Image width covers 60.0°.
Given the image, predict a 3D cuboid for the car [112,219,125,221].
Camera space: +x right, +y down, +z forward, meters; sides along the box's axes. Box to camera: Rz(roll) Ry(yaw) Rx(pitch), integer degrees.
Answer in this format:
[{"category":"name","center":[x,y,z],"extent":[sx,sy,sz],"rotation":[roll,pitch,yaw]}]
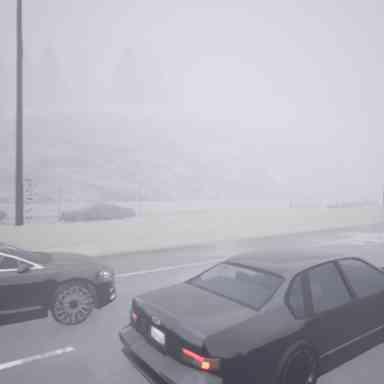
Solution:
[{"category":"car","center":[-6.879,1.549,24.874],"extent":[5.357,1.411,2.033],"rotation":[0,0,-35]}]

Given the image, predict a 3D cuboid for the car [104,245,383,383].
[{"category":"car","center":[1.684,1.547,4.945],"extent":[5.357,1.411,2.033],"rotation":[0,0,-35]}]

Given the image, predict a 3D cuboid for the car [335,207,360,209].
[{"category":"car","center":[17.134,1.600,37.669],"extent":[4.718,1.301,1.895],"rotation":[0,0,-35]}]

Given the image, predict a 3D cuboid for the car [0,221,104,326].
[{"category":"car","center":[-3.688,1.492,5.416],"extent":[4.902,1.511,2.128],"rotation":[0,0,-35]}]
